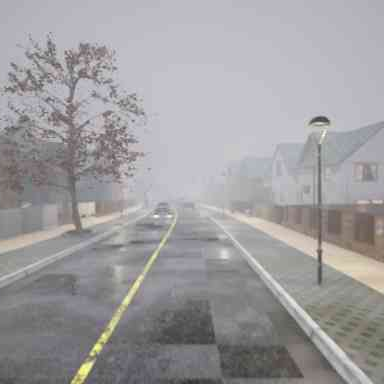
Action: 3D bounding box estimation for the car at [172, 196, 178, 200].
[{"bbox_3d":[-2.405,1.973,69.931,2.150,2.045,5.566,0,-1,-7],"label":"car"}]

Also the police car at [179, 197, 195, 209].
[{"bbox_3d":[-0.668,1.928,54.000,1.930,1.638,5.238,0,-1,-5],"label":"police car"}]

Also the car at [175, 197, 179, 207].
[{"bbox_3d":[-1.668,2.177,63.902,1.812,1.442,4.674,0,-1,-7],"label":"car"}]

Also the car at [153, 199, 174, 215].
[{"bbox_3d":[-3.311,1.823,38.309,1.837,1.490,4.892,0,-1,-3],"label":"car"}]

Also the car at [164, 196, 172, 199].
[{"bbox_3d":[-5.997,2.183,87.911,2.150,2.045,5.566,0,-1,-11],"label":"car"}]
